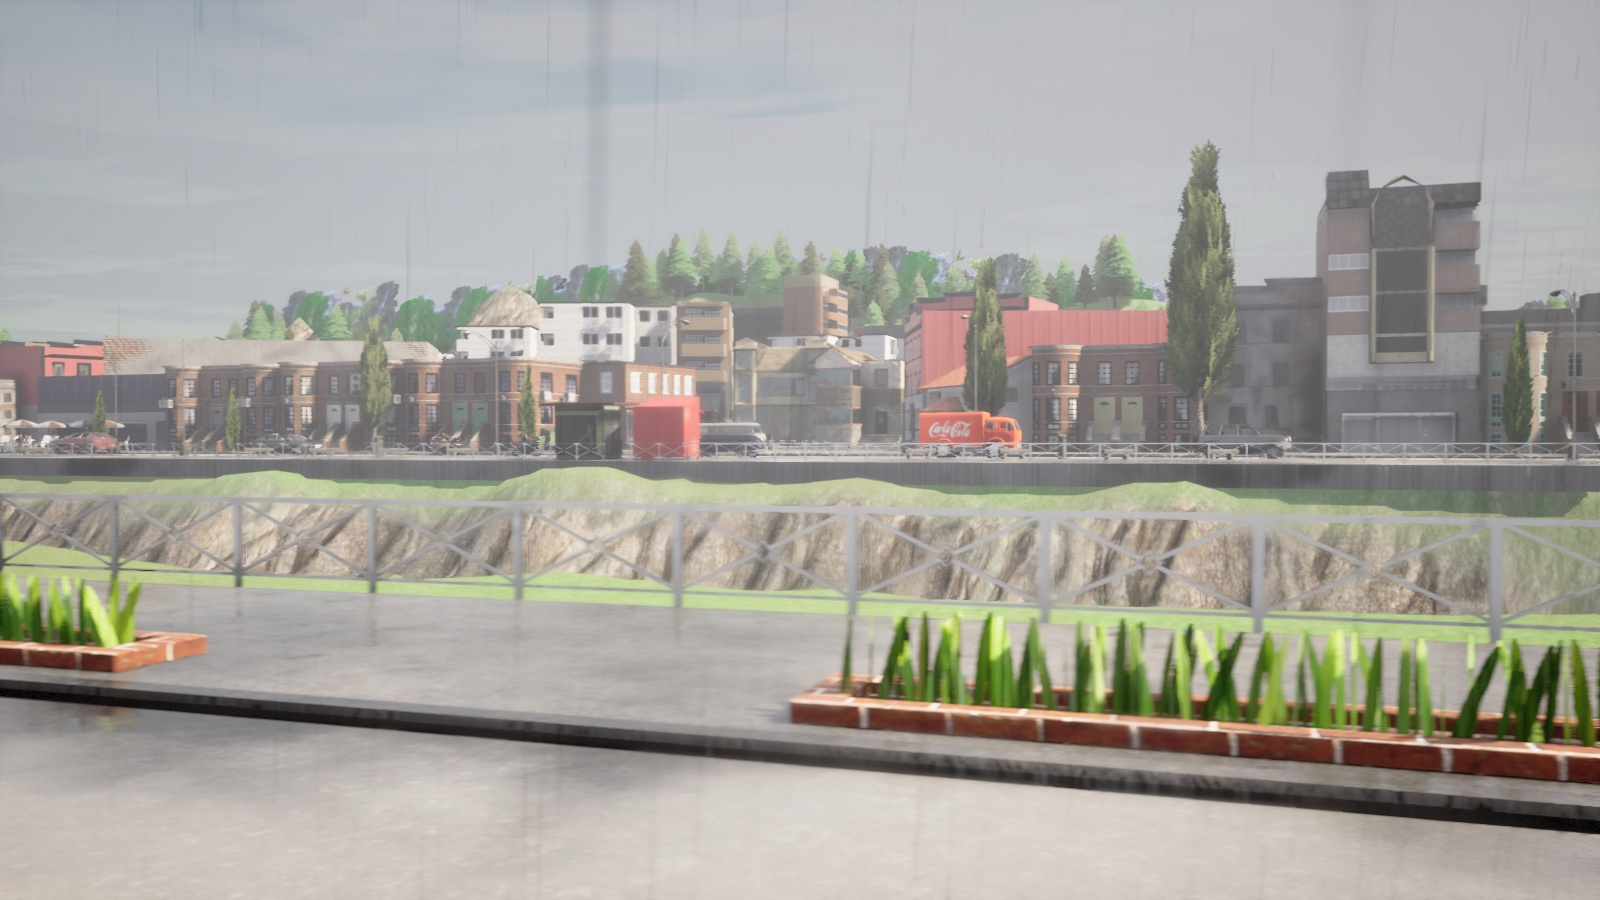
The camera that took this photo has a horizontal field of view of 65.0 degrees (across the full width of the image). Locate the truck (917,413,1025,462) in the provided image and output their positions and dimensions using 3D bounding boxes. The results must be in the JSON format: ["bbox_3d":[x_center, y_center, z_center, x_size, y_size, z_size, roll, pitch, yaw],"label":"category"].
[{"bbox_3d":[8.993,-0.680,65.792,5.204,2.467,2.627,1,1,19],"label":"truck"}]

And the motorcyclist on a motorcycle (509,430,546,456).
[{"bbox_3d":[-16.110,-0.441,74.236,2.044,1.523,0.797,1,1,19],"label":"motorcyclist on a motorcycle"}]

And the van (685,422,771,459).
[{"bbox_3d":[-3.998,-0.559,70.162,4.442,1.987,1.775,1,1,19],"label":"van"}]

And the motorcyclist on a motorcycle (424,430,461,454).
[{"bbox_3d":[-23.006,-0.519,80.774,2.191,1.530,0.866,1,1,19],"label":"motorcyclist on a motorcycle"}]

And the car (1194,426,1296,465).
[{"bbox_3d":[21.745,-0.260,61.510,4.605,1.855,1.932,1,1,19],"label":"car"}]

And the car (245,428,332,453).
[{"bbox_3d":[-32.460,-0.616,79.731,4.902,1.511,2.128,1,1,19],"label":"car"}]
